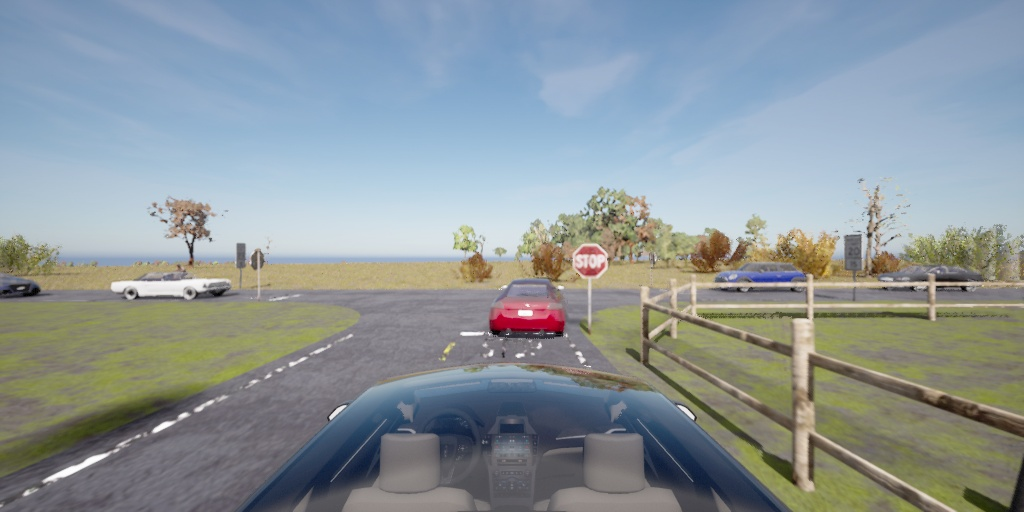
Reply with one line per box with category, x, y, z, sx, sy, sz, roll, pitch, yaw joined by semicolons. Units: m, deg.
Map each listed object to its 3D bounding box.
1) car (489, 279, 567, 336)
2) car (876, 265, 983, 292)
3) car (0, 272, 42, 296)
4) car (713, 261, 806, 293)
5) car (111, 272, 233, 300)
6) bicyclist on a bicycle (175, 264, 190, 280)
car;0.598;1.366;10.708;1.994;1.385;4.181;0;0;8
car;24.299;1.291;20.975;4.902;1.511;2.128;0;0;0
car;-27.224;1.482;18.429;4.181;1.385;1.994;0;0;0
car;14.393;1.173;21.054;4.553;1.767;2.097;0;0;0
car;-17.211;1.490;18.351;4.718;1.301;1.895;0;0;0
bicyclist on a bicycle;-22.511;1.391;24.367;0.582;1.620;1.656;0;0;0
